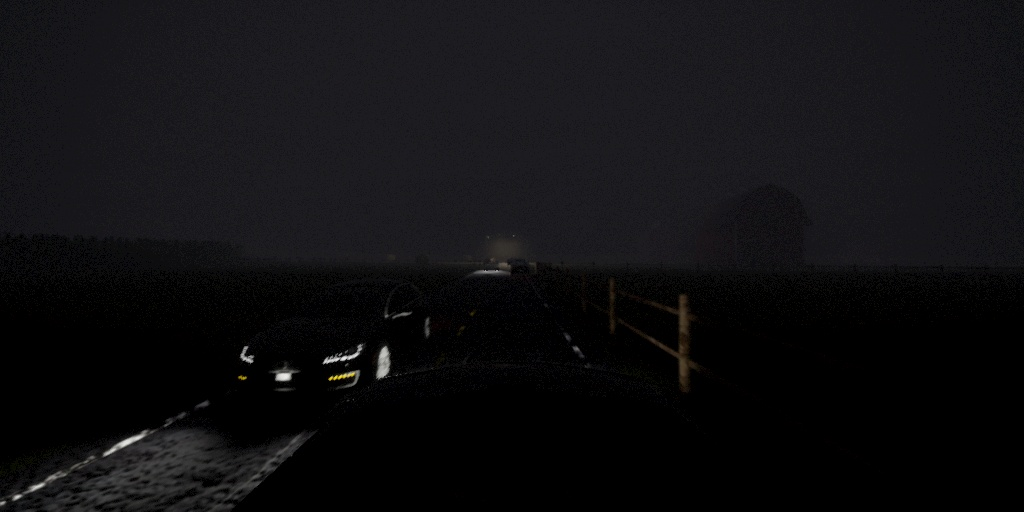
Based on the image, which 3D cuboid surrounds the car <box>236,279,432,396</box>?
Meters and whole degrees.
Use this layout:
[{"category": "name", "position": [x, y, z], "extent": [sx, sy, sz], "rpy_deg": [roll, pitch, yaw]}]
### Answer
[{"category": "car", "position": [-2.850, 1.254, 6.901], "extent": [1.837, 1.490, 4.892], "rpy_deg": [0, 0, 0]}]

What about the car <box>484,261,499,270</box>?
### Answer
[{"category": "car", "position": [-2.816, 1.334, 50.475], "extent": [1.895, 1.301, 4.718], "rpy_deg": [0, 0, 0]}]

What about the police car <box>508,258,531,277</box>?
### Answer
[{"category": "police car", "position": [0.824, 1.164, 35.693], "extent": [1.930, 1.638, 5.238], "rpy_deg": [0, 0, 0]}]

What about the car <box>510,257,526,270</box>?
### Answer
[{"category": "car", "position": [0.823, 1.083, 51.553], "extent": [2.097, 1.767, 4.553], "rpy_deg": [0, 0, 0]}]
